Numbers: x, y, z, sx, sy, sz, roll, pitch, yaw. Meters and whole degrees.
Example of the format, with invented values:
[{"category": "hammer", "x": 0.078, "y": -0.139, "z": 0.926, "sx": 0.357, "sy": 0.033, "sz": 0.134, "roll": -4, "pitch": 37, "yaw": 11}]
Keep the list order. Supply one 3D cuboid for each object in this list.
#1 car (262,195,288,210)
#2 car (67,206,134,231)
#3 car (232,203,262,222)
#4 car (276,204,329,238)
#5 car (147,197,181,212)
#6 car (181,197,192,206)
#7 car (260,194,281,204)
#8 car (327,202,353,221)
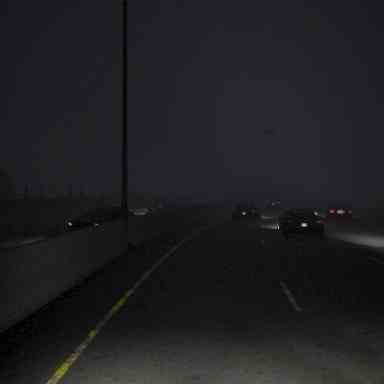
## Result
[{"category": "car", "x": 10.796, "y": 1.465, "z": 41.910, "sx": 2.163, "sy": 1.488, "sz": 4.792, "roll": 0, "pitch": 0, "yaw": 27}, {"category": "car", "x": -4.937, "y": 1.506, "z": 19.054, "sx": 2.033, "sy": 1.411, "sz": 5.357, "roll": 0, "pitch": 0, "yaw": 12}, {"category": "car", "x": 4.388, "y": 1.534, "z": 26.263, "sx": 1.994, "sy": 1.385, "sz": 4.181, "roll": 0, "pitch": 0, "yaw": 17}, {"category": "car", "x": 5.775, "y": 1.551, "z": 17.829, "sx": 1.994, "sy": 1.385, "sz": 4.181, "roll": 0, "pitch": 0, "yaw": 12}, {"category": "car", "x": -3.224, "y": 1.460, "z": 36.857, "sx": 1.812, "sy": 1.442, "sz": 4.674, "roll": 0, "pitch": 0, "yaw": 22}, {"category": "car", "x": -1.785, "y": 1.413, "z": 48.418, "sx": 2.128, "sy": 1.511, "sz": 4.902, "roll": 0, "pitch": 0, "yaw": 28}, {"category": "car", "x": 14.340, "y": 1.296, "z": 60.793, "sx": 2.097, "sy": 1.767, "sz": 4.553, "roll": 0, "pitch": 0, "yaw": 38}, {"category": "car", "x": 12.018, "y": 1.535, "z": 27.363, "sx": 2.033, "sy": 1.411, "sz": 5.357, "roll": 0, "pitch": 0, "yaw": 19}]
